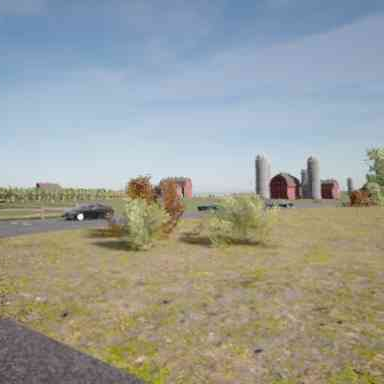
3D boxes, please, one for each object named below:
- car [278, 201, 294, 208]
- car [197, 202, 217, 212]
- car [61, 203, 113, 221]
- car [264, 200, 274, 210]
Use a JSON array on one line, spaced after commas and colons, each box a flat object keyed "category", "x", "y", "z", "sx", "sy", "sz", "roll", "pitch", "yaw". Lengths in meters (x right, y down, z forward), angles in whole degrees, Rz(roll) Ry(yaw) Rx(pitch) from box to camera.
[{"category": "car", "x": 17.009, "y": 2.223, "z": 60.379, "sx": 1.895, "sy": 1.301, "sz": 4.718, "roll": -1, "pitch": -1, "yaw": 36}, {"category": "car", "x": 2.636, "y": 2.065, "z": 46.563, "sx": 1.895, "sy": 1.301, "sz": 4.718, "roll": -1, "pitch": -1, "yaw": 36}, {"category": "car", "x": -9.338, "y": 1.746, "z": 29.956, "sx": 1.837, "sy": 1.490, "sz": 4.892, "roll": -1, "pitch": -1, "yaw": 36}, {"category": "car", "x": 11.319, "y": 2.019, "z": 52.410, "sx": 1.837, "sy": 1.490, "sz": 4.892, "roll": -1, "pitch": -1, "yaw": 36}]
